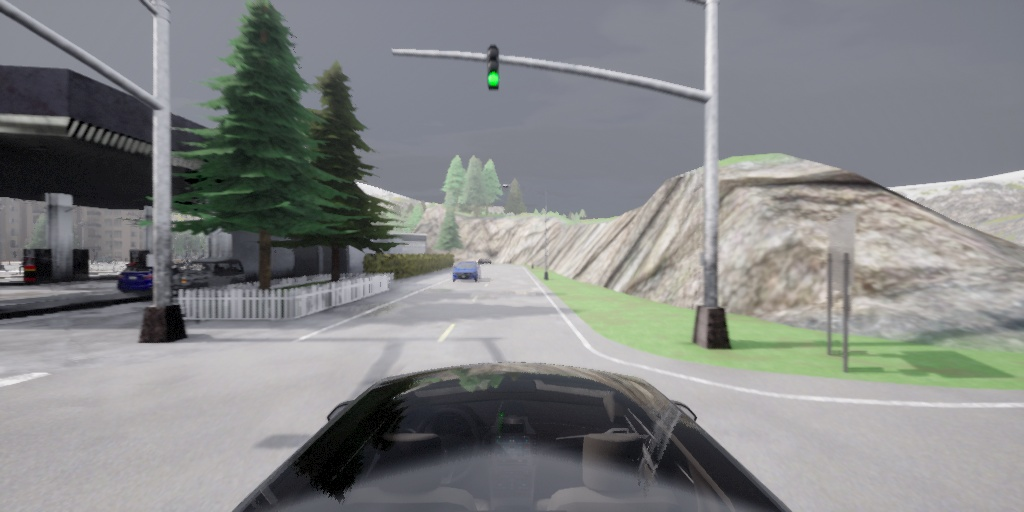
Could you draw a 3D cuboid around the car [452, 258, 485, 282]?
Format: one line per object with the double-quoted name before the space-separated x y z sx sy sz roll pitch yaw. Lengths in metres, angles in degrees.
"car" -3.496 1.179 28.348 1.882 1.535 5.008 0 0 0
